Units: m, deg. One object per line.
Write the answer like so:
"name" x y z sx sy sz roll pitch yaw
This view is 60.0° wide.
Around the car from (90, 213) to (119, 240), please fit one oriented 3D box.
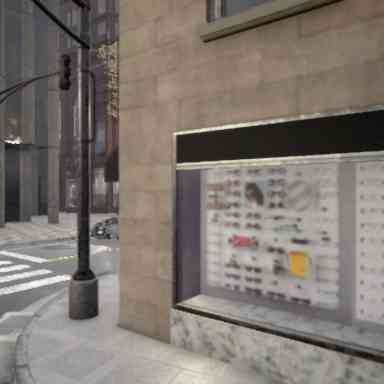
"car" -2.910 1.594 16.345 1.994 1.385 4.181 0 0 35
